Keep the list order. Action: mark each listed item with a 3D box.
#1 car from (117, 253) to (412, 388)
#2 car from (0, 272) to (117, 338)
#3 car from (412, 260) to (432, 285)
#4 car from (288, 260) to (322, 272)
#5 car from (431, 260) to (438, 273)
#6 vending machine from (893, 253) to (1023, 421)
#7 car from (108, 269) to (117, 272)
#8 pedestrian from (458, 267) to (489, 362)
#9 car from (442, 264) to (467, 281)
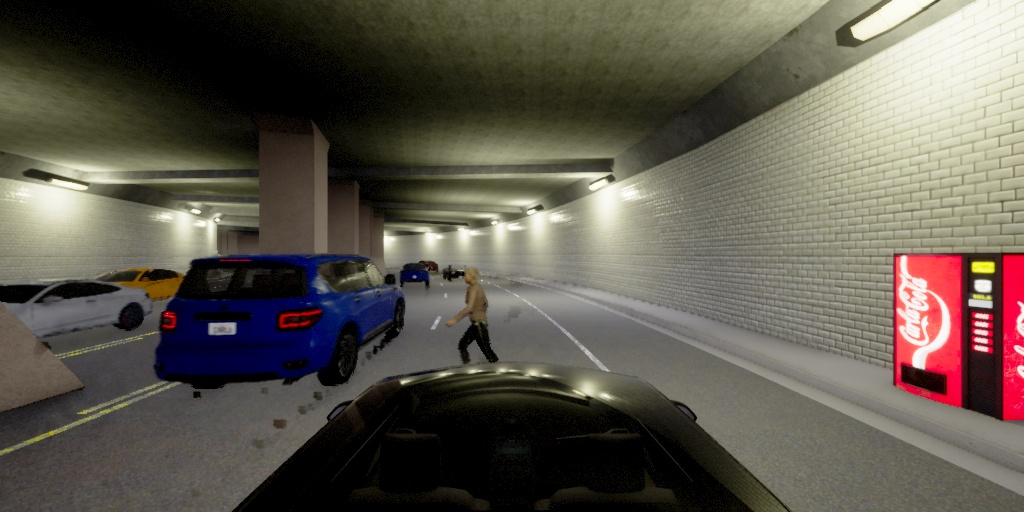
[{"bbox_3d":[-3.736,0.973,7.076,2.150,2.045,5.566,0,0,-4],"label":"car"},{"bbox_3d":[-11.090,1.275,8.379,1.812,1.442,4.674,0,0,-6],"label":"car"},{"bbox_3d":[-7.061,1.227,25.889,1.882,1.535,5.008,0,0,-16],"label":"car"},{"bbox_3d":[-27.667,1.296,47.814,5.357,1.411,2.033,0,0,38],"label":"car"},{"bbox_3d":[-10.483,1.226,43.591,1.882,1.535,5.008,0,0,-29],"label":"car"},{"bbox_3d":[5.843,0.945,4.575,1.100,2.100,0.880,0,0,-2],"label":"vending machine"},{"bbox_3d":[-15.388,1.227,14.542,1.882,1.535,5.008,0,0,-10],"label":"car"},{"bbox_3d":[-0.570,1.044,5.380,0.375,1.860,0.375,0,0,-3],"label":"pedestrian"},{"bbox_3d":[-4.746,1.350,30.380,1.895,1.301,4.718,0,0,-18],"label":"car"}]
